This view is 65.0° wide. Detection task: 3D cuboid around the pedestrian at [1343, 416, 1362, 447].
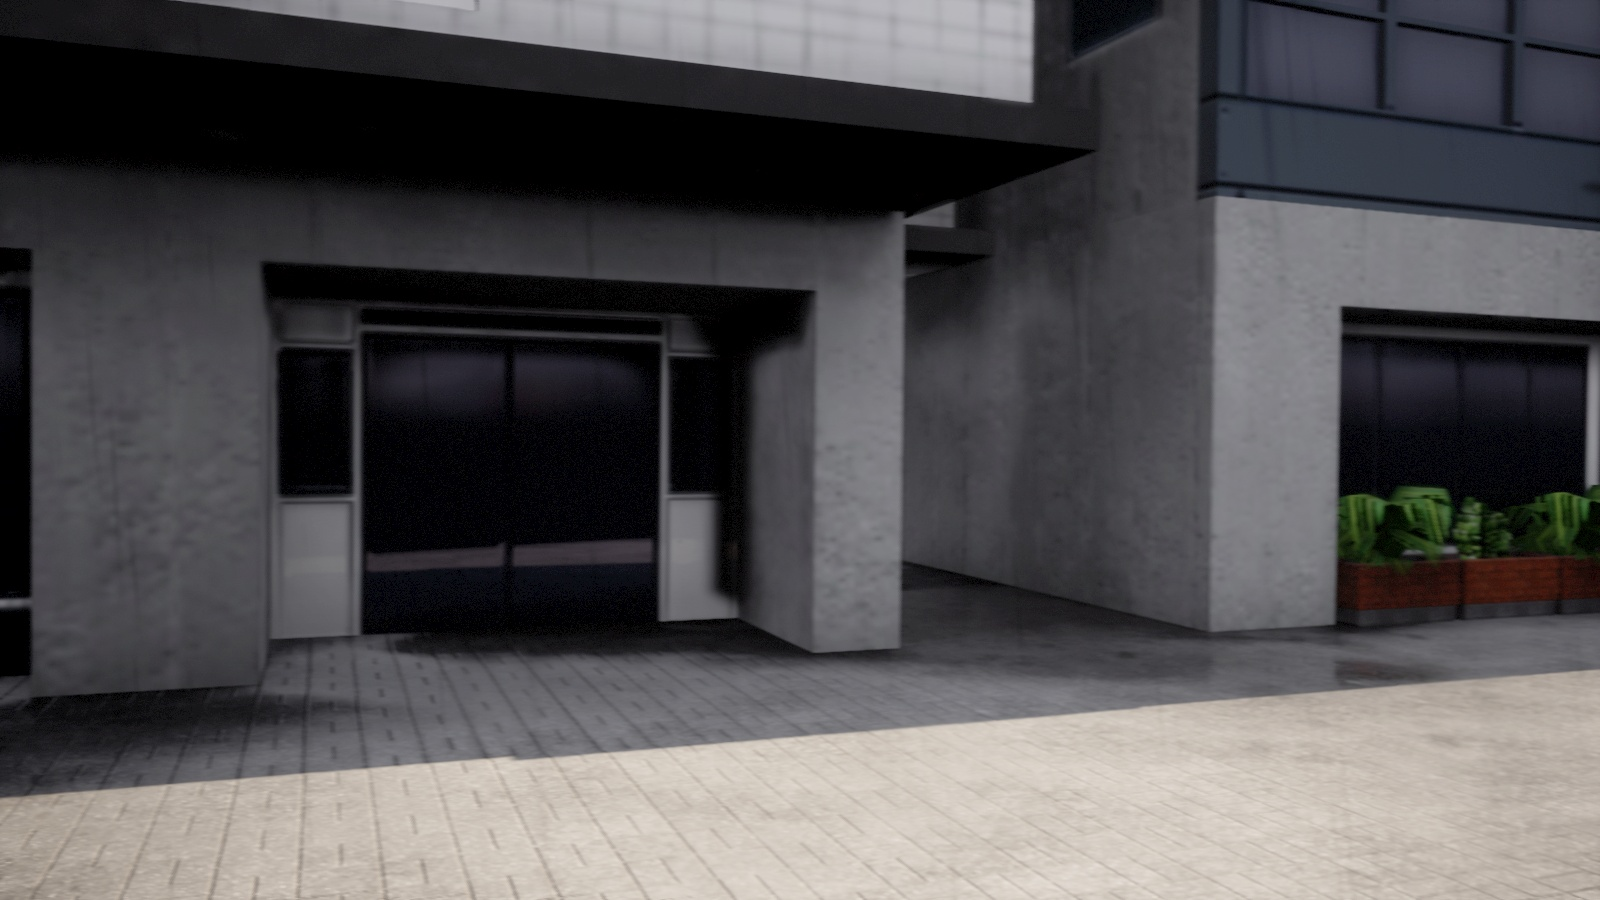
[{"bbox_3d":[35.384,-1.185,80.461,0.659,1.952,0.873,-1,1,-22],"label":"pedestrian"}]
